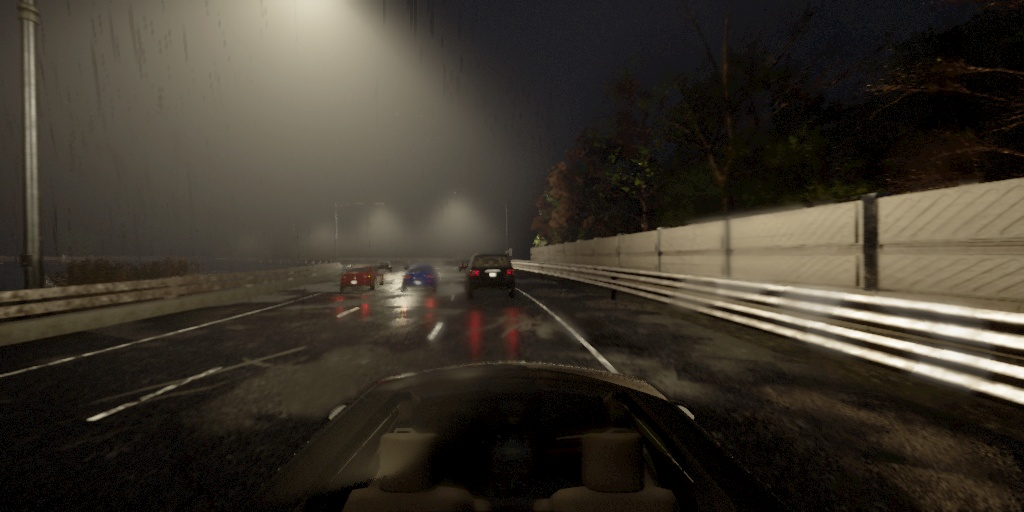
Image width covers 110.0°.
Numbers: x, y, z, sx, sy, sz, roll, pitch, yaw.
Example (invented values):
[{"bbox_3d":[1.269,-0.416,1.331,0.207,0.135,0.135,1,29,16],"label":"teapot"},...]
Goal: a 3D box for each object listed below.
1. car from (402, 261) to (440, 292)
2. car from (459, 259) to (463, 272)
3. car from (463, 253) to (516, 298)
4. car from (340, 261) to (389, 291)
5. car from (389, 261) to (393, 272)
[{"bbox_3d":[-5.201,1.202,20.686,1.812,1.442,4.674,-1,0,-10],"label":"car"},{"bbox_3d":[-5.304,1.073,42.316,2.033,1.411,5.357,-1,0,-6],"label":"car"},{"bbox_3d":[-1.180,0.871,17.872,2.150,2.045,5.566,-1,0,-8],"label":"car"},{"bbox_3d":[-8.917,1.240,21.552,1.812,1.442,4.674,-1,0,-10],"label":"car"},{"bbox_3d":[-15.730,1.237,43.788,1.895,1.301,4.718,-1,1,-23],"label":"car"}]
